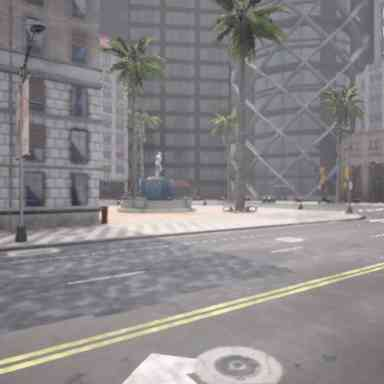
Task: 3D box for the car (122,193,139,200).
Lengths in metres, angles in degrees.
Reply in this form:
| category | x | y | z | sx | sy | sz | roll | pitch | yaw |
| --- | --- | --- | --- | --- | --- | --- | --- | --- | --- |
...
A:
| category | x | y | z | sx | sy | sz | roll | pitch | yaw |
| --- | --- | --- | --- | --- | --- | --- | --- | --- | --- |
| car | -10.118 | 1.233 | 61.052 | 5.566 | 2.045 | 2.150 | 0 | 0 | 2 |
